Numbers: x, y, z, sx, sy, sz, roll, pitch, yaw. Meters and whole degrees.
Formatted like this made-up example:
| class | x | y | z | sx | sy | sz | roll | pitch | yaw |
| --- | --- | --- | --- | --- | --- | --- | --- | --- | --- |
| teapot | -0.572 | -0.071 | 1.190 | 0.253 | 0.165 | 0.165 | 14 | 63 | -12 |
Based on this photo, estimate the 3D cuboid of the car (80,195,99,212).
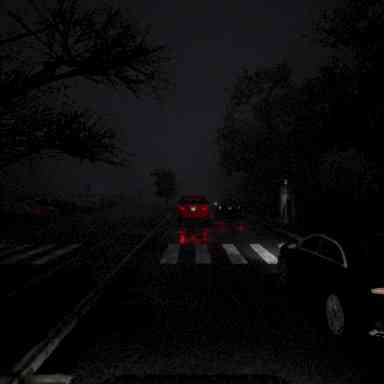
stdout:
| class | x | y | z | sx | sy | sz | roll | pitch | yaw |
| --- | --- | --- | --- | --- | --- | --- | --- | --- | --- |
| car | -13.678 | 1.437 | 37.625 | 5.366 | 1.575 | 1.946 | -1 | 0 | -20 |

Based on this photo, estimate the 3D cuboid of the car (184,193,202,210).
| class | x | y | z | sx | sy | sz | roll | pitch | yaw |
| --- | --- | --- | --- | --- | --- | --- | --- | --- | --- |
| car | 0.079 | 1.126 | 42.936 | 2.150 | 2.045 | 5.566 | 0 | 1 | 0 |

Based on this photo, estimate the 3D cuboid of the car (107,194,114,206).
| class | x | y | z | sx | sy | sz | roll | pitch | yaw |
| --- | --- | --- | --- | --- | --- | --- | --- | --- | --- |
| car | -13.851 | 1.398 | 46.576 | 4.674 | 1.452 | 2.002 | -1 | 0 | -20 |

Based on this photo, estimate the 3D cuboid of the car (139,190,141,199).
| class | x | y | z | sx | sy | sz | roll | pitch | yaw |
| --- | --- | --- | --- | --- | --- | --- | --- | --- | --- |
| car | -13.671 | 1.034 | 67.646 | 5.366 | 1.575 | 1.946 | -1 | 1 | -20 |

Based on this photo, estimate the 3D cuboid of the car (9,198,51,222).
| class | x | y | z | sx | sy | sz | roll | pitch | yaw |
| --- | --- | --- | --- | --- | --- | --- | --- | --- | --- |
| car | -14.023 | 1.490 | 25.478 | 5.366 | 1.575 | 1.946 | -1 | 0 | -20 |

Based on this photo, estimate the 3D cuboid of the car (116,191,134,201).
| class | x | y | z | sx | sy | sz | roll | pitch | yaw |
| --- | --- | --- | --- | --- | --- | --- | --- | --- | --- |
| car | -13.820 | 1.160 | 61.592 | 4.792 | 1.488 | 2.163 | -1 | 1 | -20 |

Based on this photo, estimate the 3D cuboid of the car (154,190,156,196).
| class | x | y | z | sx | sy | sz | roll | pitch | yaw |
| --- | --- | --- | --- | --- | --- | --- | --- | --- | --- |
| car | -13.868 | 0.497 | 94.569 | 5.566 | 2.045 | 2.435 | -1 | 1 | -20 |

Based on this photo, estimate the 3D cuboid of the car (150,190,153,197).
| class | x | y | z | sx | sy | sz | roll | pitch | yaw |
| --- | --- | --- | --- | --- | --- | --- | --- | --- | --- |
| car | -13.849 | 0.800 | 88.584 | 4.892 | 1.521 | 2.231 | -1 | 0 | -20 |

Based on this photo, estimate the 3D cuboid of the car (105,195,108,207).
| class | x | y | z | sx | sy | sz | roll | pitch | yaw |
| --- | --- | --- | --- | --- | --- | --- | --- | --- | --- |
| car | -13.874 | 1.418 | 43.552 | 4.792 | 1.488 | 2.163 | -1 | 1 | -20 |

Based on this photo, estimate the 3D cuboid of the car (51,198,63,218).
| class | x | y | z | sx | sy | sz | roll | pitch | yaw |
| --- | --- | --- | --- | --- | --- | --- | --- | --- | --- |
| car | -13.856 | 1.525 | 28.551 | 4.674 | 1.452 | 2.002 | -1 | 0 | -20 |

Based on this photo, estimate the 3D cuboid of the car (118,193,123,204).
| class | x | y | z | sx | sy | sz | roll | pitch | yaw |
| --- | --- | --- | --- | --- | --- | --- | --- | --- | --- |
| car | -13.850 | 1.313 | 52.576 | 4.674 | 1.452 | 2.002 | -1 | 1 | -20 |

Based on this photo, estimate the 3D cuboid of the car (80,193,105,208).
| class | x | y | z | sx | sy | sz | roll | pitch | yaw |
| --- | --- | --- | --- | --- | --- | --- | --- | --- | --- |
| car | -13.878 | 1.167 | 40.550 | 5.566 | 2.045 | 2.435 | -1 | 1 | -20 |

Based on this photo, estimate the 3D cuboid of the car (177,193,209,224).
| class | x | y | z | sx | sy | sz | roll | pitch | yaw |
| --- | --- | --- | --- | --- | --- | --- | --- | --- | --- |
| car | 0.085 | 1.223 | 24.663 | 2.150 | 2.045 | 5.566 | 0 | 0 | 0 |

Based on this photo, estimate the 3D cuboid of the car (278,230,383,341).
| class | x | y | z | sx | sy | sz | roll | pitch | yaw |
| --- | --- | --- | --- | --- | --- | --- | --- | --- | --- |
| car | 3.096 | 1.492 | 6.511 | 2.128 | 1.511 | 4.902 | 0 | 0 | 0 |

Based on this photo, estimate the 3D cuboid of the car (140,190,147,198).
| class | x | y | z | sx | sy | sz | roll | pitch | yaw |
| --- | --- | --- | --- | --- | --- | --- | --- | --- | --- |
| car | -13.871 | 0.671 | 76.559 | 5.566 | 2.045 | 2.435 | -1 | 1 | -20 |

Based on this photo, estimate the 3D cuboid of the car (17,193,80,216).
| class | x | y | z | sx | sy | sz | roll | pitch | yaw |
| --- | --- | --- | --- | --- | --- | --- | --- | --- | --- |
| car | -13.828 | 1.227 | 31.570 | 5.566 | 2.045 | 2.435 | -1 | 0 | -20 |

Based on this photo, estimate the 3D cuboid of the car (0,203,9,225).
| class | x | y | z | sx | sy | sz | roll | pitch | yaw |
| --- | --- | --- | --- | --- | --- | --- | --- | --- | --- |
| car | -13.827 | 1.523 | 19.554 | 4.792 | 1.488 | 2.163 | -1 | 0 | -20 |

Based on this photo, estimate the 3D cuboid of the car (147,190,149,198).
| class | x | y | z | sx | sy | sz | roll | pitch | yaw |
| --- | --- | --- | --- | --- | --- | --- | --- | --- | --- |
| car | -13.813 | 0.729 | 82.587 | 4.553 | 1.767 | 2.185 | -1 | 1 | -20 |

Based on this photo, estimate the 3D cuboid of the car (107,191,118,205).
| class | x | y | z | sx | sy | sz | roll | pitch | yaw |
| --- | --- | --- | --- | --- | --- | --- | --- | --- | --- |
| car | -13.880 | 1.190 | 49.563 | 4.553 | 1.767 | 2.185 | -1 | 1 | -20 |

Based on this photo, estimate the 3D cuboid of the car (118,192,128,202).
| class | x | y | z | sx | sy | sz | roll | pitch | yaw |
| --- | --- | --- | --- | --- | --- | --- | --- | --- | --- |
| car | -13.840 | 1.227 | 55.575 | 5.008 | 1.535 | 2.097 | -1 | 1 | -20 |

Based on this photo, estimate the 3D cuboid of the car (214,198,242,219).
| class | x | y | z | sx | sy | sz | roll | pitch | yaw |
| --- | --- | --- | --- | --- | --- | --- | --- | --- | --- |
| car | 3.086 | 1.345 | 29.348 | 2.097 | 1.767 | 4.553 | 0 | 0 | 0 |

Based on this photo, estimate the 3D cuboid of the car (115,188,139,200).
| class | x | y | z | sx | sy | sz | roll | pitch | yaw |
| --- | --- | --- | --- | --- | --- | --- | --- | --- | --- |
| car | -13.824 | 0.834 | 64.590 | 5.566 | 2.045 | 2.435 | -1 | 1 | -20 |
